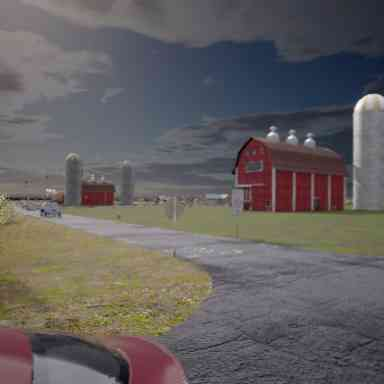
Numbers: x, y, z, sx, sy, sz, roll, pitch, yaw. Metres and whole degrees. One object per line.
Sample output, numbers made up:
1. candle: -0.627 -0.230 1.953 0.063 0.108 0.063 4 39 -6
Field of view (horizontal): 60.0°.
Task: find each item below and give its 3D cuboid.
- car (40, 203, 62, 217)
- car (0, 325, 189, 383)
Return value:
1. car: -20.408 2.557 48.006 2.150 2.045 5.566 2 -2 -32
2. car: -2.057 1.546 1.432 4.674 1.442 1.812 1 -1 -33
